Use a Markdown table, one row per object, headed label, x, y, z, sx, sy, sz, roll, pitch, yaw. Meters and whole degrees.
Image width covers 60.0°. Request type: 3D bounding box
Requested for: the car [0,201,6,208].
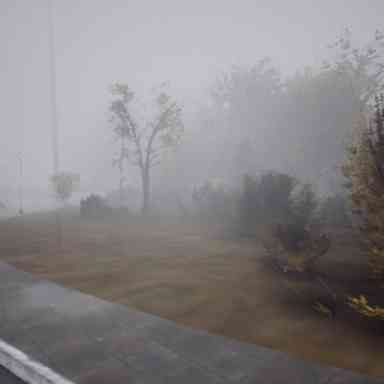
| label | x | y | z | sx | sy | sz | roll | pitch | yaw |
| --- | --- | --- | --- | --- | --- | --- | --- | --- | --- |
| car | -33.383 | 2.090 | 56.559 | 1.994 | 1.385 | 4.181 | 1 | 0 | -6 |
